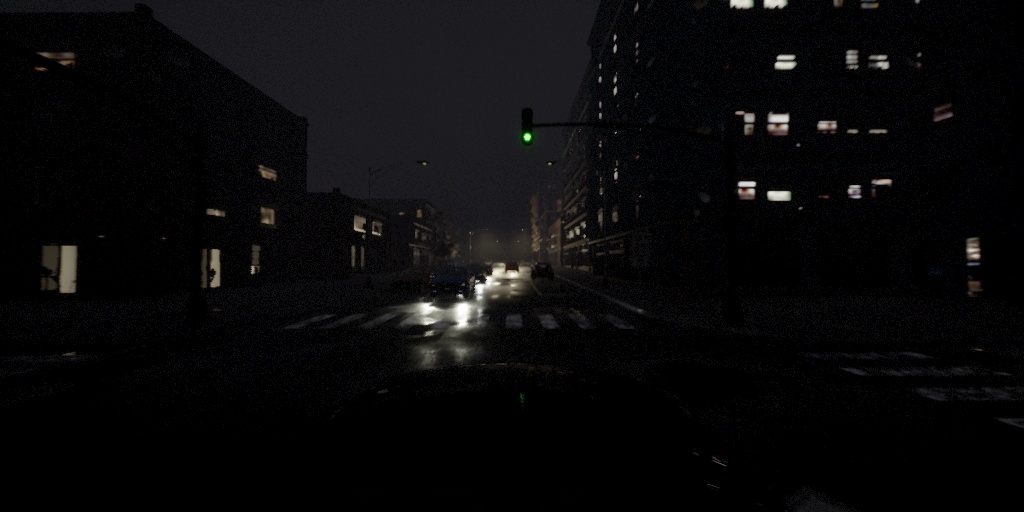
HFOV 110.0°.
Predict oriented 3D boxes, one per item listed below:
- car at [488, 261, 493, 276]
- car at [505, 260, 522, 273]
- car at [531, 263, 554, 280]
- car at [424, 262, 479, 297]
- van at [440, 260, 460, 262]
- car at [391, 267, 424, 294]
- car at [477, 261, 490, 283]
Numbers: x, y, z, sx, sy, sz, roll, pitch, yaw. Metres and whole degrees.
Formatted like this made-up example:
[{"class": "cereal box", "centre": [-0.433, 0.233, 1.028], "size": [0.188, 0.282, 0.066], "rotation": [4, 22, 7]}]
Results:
[{"class": "car", "centre": [-3.071, 1.497, 39.196], "size": [1.895, 1.301, 4.718], "rotation": [0, 0, 0]}, {"class": "car", "centre": [0.007, 1.411, 48.481], "size": [1.882, 1.535, 5.008], "rotation": [0, 0, 0]}, {"class": "car", "centre": [2.696, 1.310, 32.654], "size": [1.967, 1.591, 4.097], "rotation": [0, 0, 0]}, {"class": "car", "centre": [-3.086, 1.297, 19.455], "size": [1.882, 1.535, 5.008], "rotation": [0, 0, 0]}, {"class": "van", "centre": [-5.685, 1.211, 32.594], "size": [1.690, 1.789, 3.998], "rotation": [0, 0, 0]}, {"class": "car", "centre": [-5.763, 1.371, 21.225], "size": [1.888, 1.381, 4.507], "rotation": [0, 0, 0]}, {"class": "car", "centre": [-3.080, 1.383, 29.239], "size": [1.812, 1.442, 4.674], "rotation": [0, 0, 0]}]
